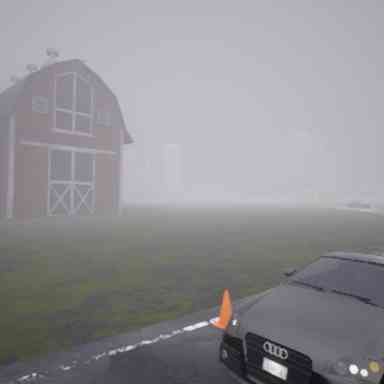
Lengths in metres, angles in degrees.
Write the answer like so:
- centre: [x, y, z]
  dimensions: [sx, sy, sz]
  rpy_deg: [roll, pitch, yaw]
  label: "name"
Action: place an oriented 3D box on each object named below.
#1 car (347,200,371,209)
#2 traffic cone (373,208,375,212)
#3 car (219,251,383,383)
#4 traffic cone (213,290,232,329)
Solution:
- centre: [26.034, 1.960, 51.894]
  dimensions: [1.994, 1.385, 4.181]
  rpy_deg: [1, 0, -2]
  label: "car"
- centre: [22.933, 2.257, 41.934]
  dimensions: [0.340, 0.580, 0.340]
  rpy_deg: [1, 0, 13]
  label: "traffic cone"
- centre: [2.344, 1.598, 4.631]
  dimensions: [4.181, 1.385, 1.994]
  rpy_deg: [1, 0, -41]
  label: "car"
- centre: [0.588, 1.983, 5.684]
  dimensions: [0.340, 0.580, 0.340]
  rpy_deg: [1, 0, -39]
  label: "traffic cone"
